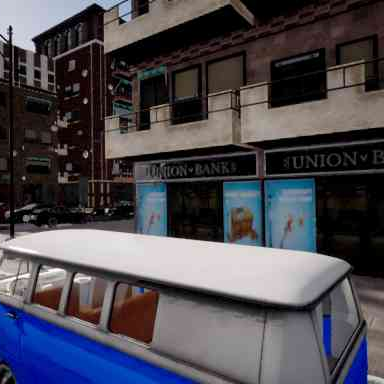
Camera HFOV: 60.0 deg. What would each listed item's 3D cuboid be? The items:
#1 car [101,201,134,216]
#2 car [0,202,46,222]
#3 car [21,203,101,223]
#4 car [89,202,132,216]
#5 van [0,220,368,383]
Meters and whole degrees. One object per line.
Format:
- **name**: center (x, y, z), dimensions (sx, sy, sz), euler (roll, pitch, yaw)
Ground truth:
- **car**: center (-6.915, 1.675, 34.558), dimensions (2.128, 1.511, 4.902), euler (-1, -1, 36)
- **car**: center (-12.458, 1.635, 26.955), dimensions (1.837, 1.490, 4.892), euler (-1, -1, 36)
- **car**: center (-8.663, 1.583, 22.333), dimensions (1.947, 1.339, 4.313), euler (-2, -1, 36)
- **car**: center (-8.795, 1.798, 36.384), dimensions (1.947, 1.339, 4.313), euler (-2, -1, 36)
- **van**: center (-0.485, 1.342, 3.196), dimensions (3.998, 1.788, 1.690), euler (0, -1, 35)
